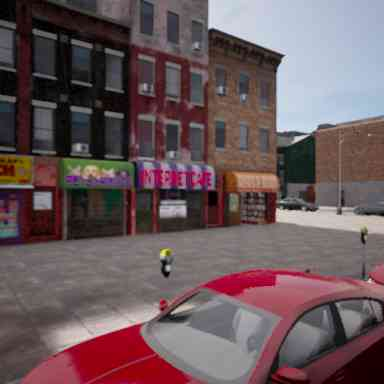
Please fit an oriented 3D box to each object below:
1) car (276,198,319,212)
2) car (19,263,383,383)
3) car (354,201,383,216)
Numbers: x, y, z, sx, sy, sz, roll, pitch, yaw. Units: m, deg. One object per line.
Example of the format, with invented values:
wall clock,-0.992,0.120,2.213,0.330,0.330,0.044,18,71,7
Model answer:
car,11.514,1.405,36.383,1.837,1.490,4.892,1,0,-36
car,0.679,1.548,3.288,4.507,1.381,1.887,0,0,-35
car,16.630,1.527,29.282,1.994,1.385,4.181,1,0,-36
